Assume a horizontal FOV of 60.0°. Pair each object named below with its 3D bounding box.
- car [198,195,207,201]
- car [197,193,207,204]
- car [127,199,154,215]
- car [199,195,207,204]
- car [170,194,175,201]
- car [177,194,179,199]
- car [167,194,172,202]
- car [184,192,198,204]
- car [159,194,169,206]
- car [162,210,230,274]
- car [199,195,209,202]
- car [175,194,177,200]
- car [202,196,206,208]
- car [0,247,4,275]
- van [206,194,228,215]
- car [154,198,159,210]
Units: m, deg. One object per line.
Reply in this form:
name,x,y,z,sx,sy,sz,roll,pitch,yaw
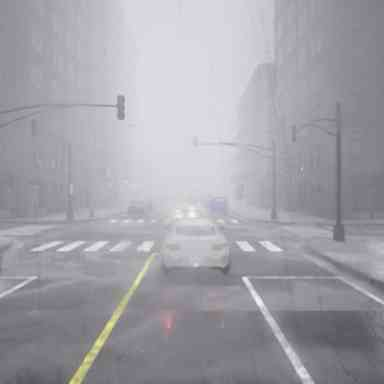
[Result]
car,2.643,1.510,84.527,2.008,1.369,4.403,0,0,0
car,2.641,1.295,61.802,2.192,1.841,5.009,0,0,0
car,-5.386,1.544,33.387,2.008,1.369,4.403,0,0,0
car,2.641,1.567,56.120,1.802,1.307,4.206,0,0,0
car,-5.383,1.535,73.160,1.947,1.339,4.313,0,0,0
car,-5.382,1.394,90.205,1.967,1.590,4.097,0,0,0
car,-5.384,1.546,61.797,1.947,1.339,4.313,0,0,0
car,0.004,1.330,63.495,2.097,1.767,4.553,0,0,0
car,-5.384,1.510,55.945,1.752,1.417,4.829,0,0,0
car,0.102,1.524,10.420,1.812,1.442,4.674,0,0,0
car,2.642,1.410,73.164,1.967,1.590,4.097,0,0,0
car,-5.383,1.279,78.841,2.192,1.841,5.009,0,0,0
car,2.640,1.572,44.757,1.802,1.307,4.206,0,0,0
car,-5.387,1.550,6.305,2.008,1.369,4.403,0,0,0
van,2.639,1.334,33.395,1.690,1.788,3.998,0,0,0
car,-5.385,1.537,39.069,1.887,1.381,4.507,0,0,0
